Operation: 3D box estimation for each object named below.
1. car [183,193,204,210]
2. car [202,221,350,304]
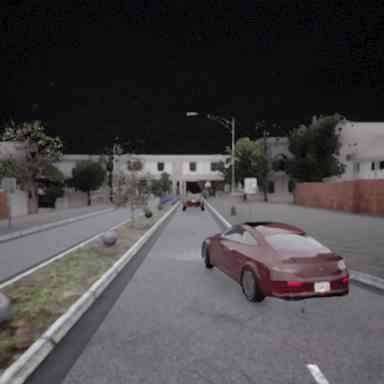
[{"bbox_3d":[0.160,0.903,34.887,2.097,1.767,4.553,0,1,0],"label":"car"},{"bbox_3d":[1.636,1.417,7.917,1.812,1.442,4.674,0,1,-15],"label":"car"}]
